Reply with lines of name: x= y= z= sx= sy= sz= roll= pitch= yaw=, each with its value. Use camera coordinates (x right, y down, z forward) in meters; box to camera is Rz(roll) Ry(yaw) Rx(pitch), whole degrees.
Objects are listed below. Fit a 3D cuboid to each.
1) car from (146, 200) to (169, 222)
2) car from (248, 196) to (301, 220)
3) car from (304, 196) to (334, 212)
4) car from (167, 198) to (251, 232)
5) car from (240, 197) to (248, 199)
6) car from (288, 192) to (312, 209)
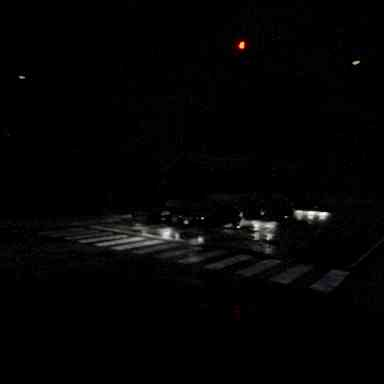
car: x=-0.841 y=1.173 z=21.823 sx=1.882 sy=1.535 sz=5.008 roll=3 pitch=1 yaw=36
car: x=6.658 y=1.337 z=26.598 sx=2.128 sy=1.511 sz=4.902 roll=3 pitch=1 yaw=36
car: x=14.497 y=1.475 z=37.335 sx=1.994 sy=1.385 sz=4.181 roll=3 pitch=1 yaw=36
car: x=1.141 y=1.301 z=19.032 sx=2.128 sy=1.511 sz=4.902 roll=3 pitch=1 yaw=36
car: x=4.731 y=1.224 z=29.468 sx=2.128 sy=1.511 sz=4.902 roll=3 pitch=1 yaw=36
car: x=13.331 y=1.030 z=41.221 sx=2.150 sy=2.045 sz=5.566 roll=3 pitch=1 yaw=36
